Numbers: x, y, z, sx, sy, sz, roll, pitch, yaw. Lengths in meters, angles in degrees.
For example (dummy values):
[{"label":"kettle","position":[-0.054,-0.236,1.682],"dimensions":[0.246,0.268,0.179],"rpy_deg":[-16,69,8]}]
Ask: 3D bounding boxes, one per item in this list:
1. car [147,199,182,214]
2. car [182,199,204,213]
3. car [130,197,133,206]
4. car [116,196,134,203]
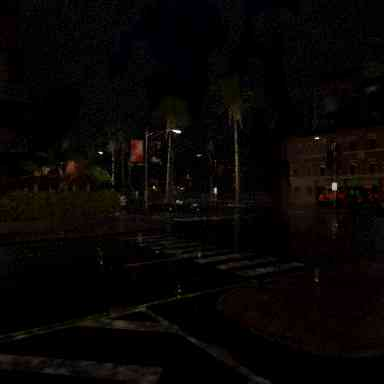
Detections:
[{"label":"car","position":[-3.319,1.564,35.584],"dimensions":[1.994,1.385,4.181],"rpy_deg":[0,0,-35]},{"label":"car","position":[-0.877,1.547,38.196],"dimensions":[2.033,1.411,5.357],"rpy_deg":[0,0,-35]},{"label":"car","position":[-11.265,1.547,52.931],"dimensions":[2.033,1.411,5.357],"rpy_deg":[0,0,-35]},{"label":"car","position":[-13.876,1.522,68.680],"dimensions":[1.812,1.442,4.674],"rpy_deg":[0,0,-39]}]
